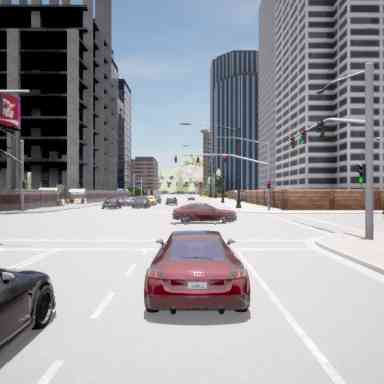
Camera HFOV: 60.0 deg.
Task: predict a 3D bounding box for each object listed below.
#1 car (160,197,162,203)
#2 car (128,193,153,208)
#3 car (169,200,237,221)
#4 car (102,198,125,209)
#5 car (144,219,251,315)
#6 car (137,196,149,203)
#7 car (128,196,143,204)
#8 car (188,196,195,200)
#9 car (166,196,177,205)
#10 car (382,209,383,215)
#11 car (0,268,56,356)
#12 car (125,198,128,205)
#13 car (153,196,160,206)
[{"bbox_3d":[-7.117,1.505,66.571,1.837,1.490,4.892,0,0,0],"label":"car"},{"bbox_3d":[-7.166,1.352,47.037,2.097,1.767,4.553,0,0,0],"label":"car"},{"bbox_3d":[0.862,1.525,23.791,4.674,1.442,1.812,0,0,-1],"label":"car"},{"bbox_3d":[-10.669,1.526,44.493,1.812,1.442,4.674,0,0,0],"label":"car"},{"bbox_3d":[0.088,1.564,7.680,1.994,1.385,4.181,0,0,0],"label":"car"},{"bbox_3d":[-10.627,1.552,72.743,1.994,1.385,4.181,0,0,0],"label":"car"},{"bbox_3d":[-10.622,1.564,62.749,1.994,1.385,4.181,0,0,0],"label":"car"},{"bbox_3d":[-0.148,1.595,84.260,1.895,1.301,4.718,0,0,0],"label":"car"},{"bbox_3d":[-3.504,1.491,57.657,2.128,1.511,4.902,0,0,0],"label":"car"},{"bbox_3d":[18.502,1.601,27.603,4.718,1.301,1.895,0,0,0],"label":"car"},{"bbox_3d":[-3.414,1.564,4.263,1.994,1.385,4.181,0,0,0],"label":"car"},{"bbox_3d":[-10.645,1.601,53.601,1.895,1.301,4.718,0,0,0],"label":"car"},{"bbox_3d":[-7.129,1.477,56.373,1.882,1.535,5.008,0,0,0],"label":"car"}]
